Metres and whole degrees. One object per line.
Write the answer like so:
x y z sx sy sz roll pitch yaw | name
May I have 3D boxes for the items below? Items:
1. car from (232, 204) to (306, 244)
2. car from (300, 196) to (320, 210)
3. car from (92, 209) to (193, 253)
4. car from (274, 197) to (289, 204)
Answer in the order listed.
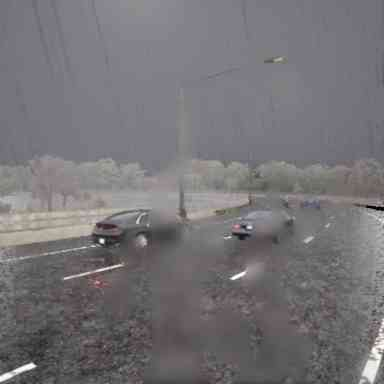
3.698 1.514 15.921 2.033 1.411 5.357 0 0 31 | car
15.053 1.269 42.592 2.097 1.767 4.553 0 0 16 | car
-1.831 1.471 13.764 1.837 1.490 4.892 0 0 34 | car
12.386 1.411 46.042 1.837 1.490 4.892 0 0 15 | car
